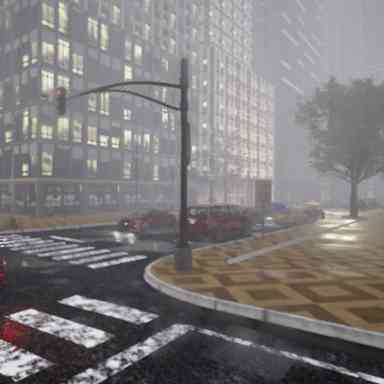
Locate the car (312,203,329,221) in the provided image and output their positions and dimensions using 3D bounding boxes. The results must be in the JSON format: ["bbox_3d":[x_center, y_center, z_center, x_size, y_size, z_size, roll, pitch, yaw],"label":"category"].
[{"bbox_3d":[11.495,2.019,32.053,1.802,1.307,4.206,0,-1,36],"label":"car"}]

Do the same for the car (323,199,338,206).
[{"bbox_3d":[28.226,2.277,68.758,1.802,1.307,4.206,0,0,37],"label":"car"}]

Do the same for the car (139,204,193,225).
[{"bbox_3d":[-2.055,1.796,27.830,1.752,1.417,4.829,0,-1,36],"label":"car"}]

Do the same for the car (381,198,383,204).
[{"bbox_3d":[34.977,2.308,63.792,1.887,1.381,4.507,0,0,37],"label":"car"}]

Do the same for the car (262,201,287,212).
[{"bbox_3d":[11.460,2.031,46.096,1.947,1.339,4.313,0,0,36],"label":"car"}]

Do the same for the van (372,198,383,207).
[{"bbox_3d":[38.332,2.150,68.328,1.690,1.788,3.998,0,0,36],"label":"van"}]

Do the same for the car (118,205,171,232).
[{"bbox_3d":[-2.925,1.813,22.288,1.994,1.385,4.181,1,0,36],"label":"car"}]

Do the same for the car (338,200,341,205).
[{"bbox_3d":[31.579,2.292,73.291,2.008,1.369,4.403,0,0,36],"label":"car"}]

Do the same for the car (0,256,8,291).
[{"bbox_3d":[-6.310,1.707,8.193,4.674,1.442,1.812,1,0,36],"label":"car"}]

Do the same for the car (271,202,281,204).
[{"bbox_3d":[9.303,1.903,38.791,1.882,1.535,5.008,1,0,36],"label":"car"}]

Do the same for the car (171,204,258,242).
[{"bbox_3d":[1.432,1.606,18.452,2.192,1.841,5.009,0,-1,36],"label":"car"}]

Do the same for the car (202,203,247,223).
[{"bbox_3d":[3.063,1.841,30.377,1.837,1.490,4.892,1,0,36],"label":"car"}]

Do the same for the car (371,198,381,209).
[{"bbox_3d":[31.623,2.033,59.260,2.192,1.841,5.009,0,0,37],"label":"car"}]

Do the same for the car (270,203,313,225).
[{"bbox_3d":[8.241,1.915,27.655,1.752,1.417,4.829,0,-1,36],"label":"car"}]

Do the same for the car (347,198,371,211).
[{"bbox_3d":[24.914,1.941,50.192,2.192,1.841,5.009,0,0,36],"label":"car"}]

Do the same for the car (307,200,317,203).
[{"bbox_3d":[21.419,2.128,59.557,1.752,1.417,4.829,0,0,36],"label":"car"}]

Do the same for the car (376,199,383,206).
[{"bbox_3d":[41.686,2.294,72.862,1.967,1.590,4.097,0,0,36],"label":"car"}]

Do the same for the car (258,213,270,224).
[{"bbox_3d":[4.278,1.906,26.650,1.994,1.385,4.181,1,0,37],"label":"car"}]
